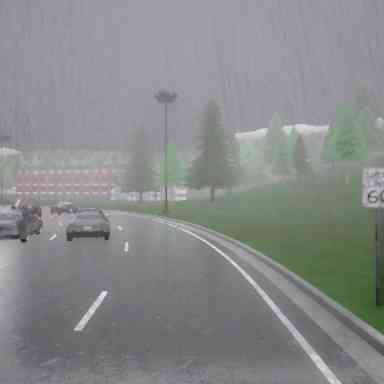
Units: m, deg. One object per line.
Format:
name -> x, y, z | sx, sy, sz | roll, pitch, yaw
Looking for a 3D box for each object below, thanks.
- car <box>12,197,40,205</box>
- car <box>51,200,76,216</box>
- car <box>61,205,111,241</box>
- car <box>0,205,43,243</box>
car -> -15.579, 1.367, 31.181 | 2.097, 1.767, 4.553 | 0, 0, -35
car -> -12.741, 1.534, 33.228 | 1.812, 1.442, 4.674 | 0, 0, -35
car -> -5.146, 1.573, 16.784 | 1.994, 1.385, 4.181 | 0, 0, -14
car -> -8.538, 1.564, 15.922 | 2.033, 1.411, 5.357 | 0, 0, -14
